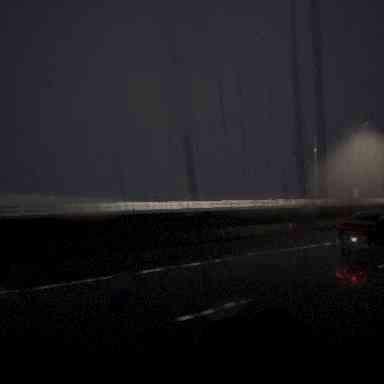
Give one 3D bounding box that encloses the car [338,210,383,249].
[{"bbox_3d":[8.045,1.524,13.829,4.892,1.490,1.837,0,0,-35],"label":"car"}]
